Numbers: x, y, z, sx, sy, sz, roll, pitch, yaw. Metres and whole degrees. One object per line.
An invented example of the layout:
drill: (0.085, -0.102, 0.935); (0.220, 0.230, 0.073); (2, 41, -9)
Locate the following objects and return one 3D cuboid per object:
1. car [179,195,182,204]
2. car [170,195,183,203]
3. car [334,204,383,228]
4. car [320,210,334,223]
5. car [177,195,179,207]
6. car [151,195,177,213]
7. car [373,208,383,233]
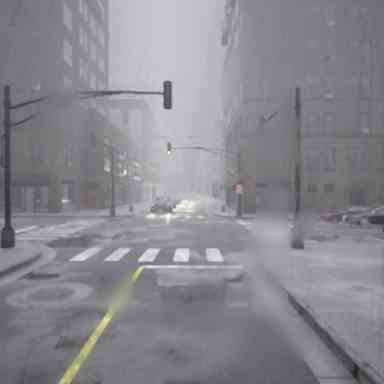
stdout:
car: (-2.979, 1.356, 54.410); (1.812, 1.442, 4.674); (0, 0, 0)
car: (-2.975, 1.283, 64.490); (2.128, 1.511, 4.902); (0, 0, 0)
car: (12.496, 1.573, 22.037); (4.902, 1.511, 2.128); (1, 0, 0)
car: (11.669, 1.635, 24.619); (4.206, 1.307, 1.802); (1, 0, 0)
car: (-3.056, 1.392, 44.534); (1.812, 1.442, 4.674); (0, 0, 0)
car: (-3.121, 1.250, 35.541); (2.097, 1.767, 4.553); (0, 0, 1)
car: (11.631, 1.670, 16.094); (4.403, 1.369, 2.008); (1, 0, 0)
